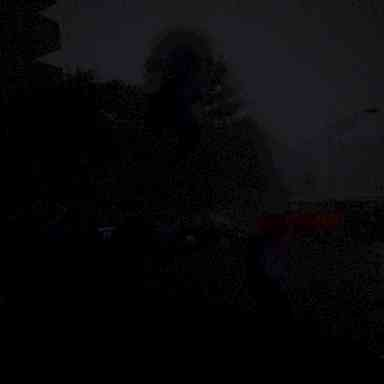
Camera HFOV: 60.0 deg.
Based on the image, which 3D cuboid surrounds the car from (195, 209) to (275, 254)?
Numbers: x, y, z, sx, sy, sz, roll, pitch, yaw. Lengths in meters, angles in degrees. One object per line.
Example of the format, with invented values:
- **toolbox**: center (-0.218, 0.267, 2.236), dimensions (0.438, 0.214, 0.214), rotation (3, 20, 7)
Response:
- **car**: center (0.555, 1.553, 13.788), dimensions (4.892, 1.521, 2.231), rotation (-1, -1, 36)

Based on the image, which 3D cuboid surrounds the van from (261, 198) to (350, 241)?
- **van**: center (5.430, 1.363, 17.231), dimensions (4.442, 1.987, 1.878), rotation (-1, -1, 36)

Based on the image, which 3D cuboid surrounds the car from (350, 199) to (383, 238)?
- **car**: center (8.039, 1.479, 18.827), dimensions (4.553, 1.767, 2.185), rotation (-1, -1, 36)

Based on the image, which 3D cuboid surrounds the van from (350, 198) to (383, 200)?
- **van**: center (10.600, 1.396, 20.464), dimensions (4.442, 1.987, 1.878), rotation (-1, -1, 36)

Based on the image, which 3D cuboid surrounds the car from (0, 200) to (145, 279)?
- **car**: center (-4.425, 1.265, 10.379), dimensions (5.566, 2.045, 2.435), rotation (-1, -1, 35)

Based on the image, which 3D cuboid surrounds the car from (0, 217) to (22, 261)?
- **car**: center (-6.870, 1.499, 8.633), dimensions (4.892, 1.521, 2.231), rotation (-1, -1, 35)

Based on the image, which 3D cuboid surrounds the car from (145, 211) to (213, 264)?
- **car**: center (-1.944, 1.564, 12.090), dimensions (4.792, 1.488, 2.163), rotation (-1, -1, 35)
